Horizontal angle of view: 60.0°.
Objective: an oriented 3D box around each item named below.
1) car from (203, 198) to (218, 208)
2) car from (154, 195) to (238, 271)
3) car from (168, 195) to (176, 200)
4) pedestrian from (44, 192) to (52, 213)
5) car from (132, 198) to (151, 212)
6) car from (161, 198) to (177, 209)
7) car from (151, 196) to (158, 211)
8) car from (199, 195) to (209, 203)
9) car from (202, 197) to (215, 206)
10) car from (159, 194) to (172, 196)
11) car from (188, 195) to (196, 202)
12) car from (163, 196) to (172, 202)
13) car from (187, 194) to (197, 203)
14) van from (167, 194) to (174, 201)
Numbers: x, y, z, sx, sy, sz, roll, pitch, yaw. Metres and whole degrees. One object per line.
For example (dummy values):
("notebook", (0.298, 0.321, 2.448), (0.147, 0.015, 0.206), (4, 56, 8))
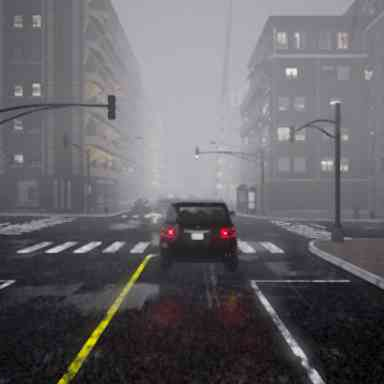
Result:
("car", (2.652, 1.574, 49.627), (2.008, 1.369, 4.403), (0, 0, 0))
("car", (0.286, 1.225, 11.080), (2.150, 2.045, 5.566), (0, 0, 3))
("car", (-5.758, 1.593, 94.737), (2.008, 1.369, 4.403), (0, 0, 0))
("pedestrian", (-12.734, 0.913, 29.338), (0.375, 1.860, 0.375), (0, -1, -1))
("car", (-5.721, 1.455, 38.350), (1.967, 1.590, 4.097), (0, 0, 0))
("car", (-3.128, 1.584, 46.706), (1.994, 1.385, 4.181), (0, 0, 0))
("car", (-3.127, 1.541, 37.400), (1.812, 1.442, 4.674), (0, 0, 0))
("car", (2.637, 1.474, 72.182), (1.967, 1.590, 4.097), (0, 0, 0))
("car", (2.649, 1.570, 55.265), (1.887, 1.381, 4.507), (0, 0, 0))
("car", (-5.741, 1.344, 66.543), (2.192, 1.841, 5.009), (0, 0, 0))
("car", (-0.052, 1.515, 78.685), (1.882, 1.535, 5.008), (0, 0, 0))
("car", (-5.747, 1.560, 77.651), (1.752, 1.417, 4.829), (0, 0, 0))
("car", (-0.031, 1.386, 68.908), (2.097, 1.767, 4.553), (0, 0, 0))
("van", (-5.755, 1.381, 89.099), (1.690, 1.788, 3.998), (0, 0, 0))
